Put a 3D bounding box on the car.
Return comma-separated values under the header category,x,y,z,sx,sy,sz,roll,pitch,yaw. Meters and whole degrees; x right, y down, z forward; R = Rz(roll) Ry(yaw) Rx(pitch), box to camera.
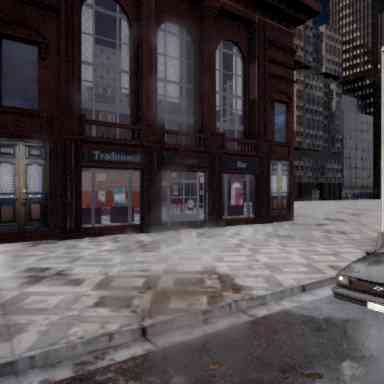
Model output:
category,x,y,z,sx,sy,sz,roll,pitch,yaw
car,5.263,1.547,7.138,5.357,1.411,2.033,0,0,-36
